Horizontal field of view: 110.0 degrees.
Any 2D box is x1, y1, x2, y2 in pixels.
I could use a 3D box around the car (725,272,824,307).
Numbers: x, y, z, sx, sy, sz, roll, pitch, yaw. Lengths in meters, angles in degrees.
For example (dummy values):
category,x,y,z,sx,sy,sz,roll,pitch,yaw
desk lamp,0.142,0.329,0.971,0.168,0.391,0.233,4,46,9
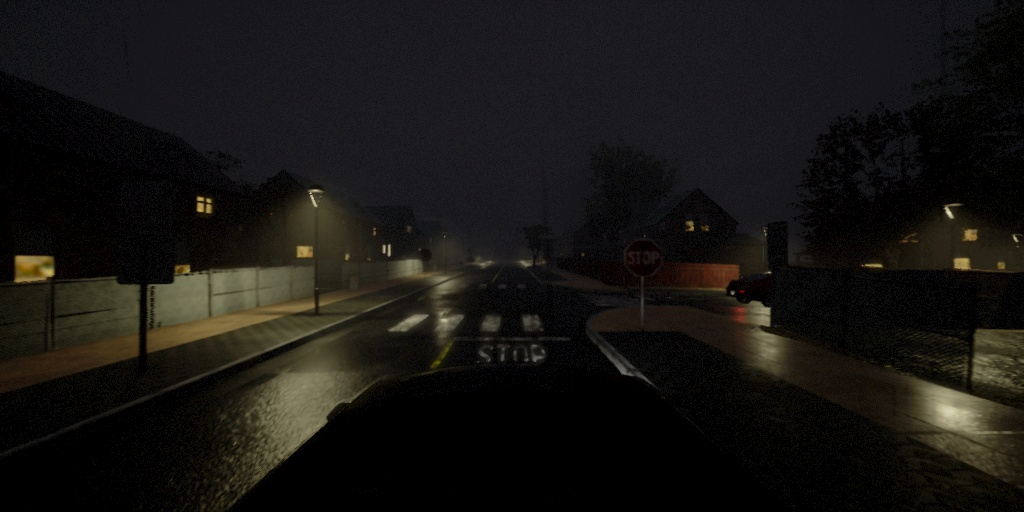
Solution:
category,x,y,z,sx,sy,sz,roll,pitch,yaw
car,11.521,1.388,15.031,4.674,1.442,1.812,1,-1,-1
